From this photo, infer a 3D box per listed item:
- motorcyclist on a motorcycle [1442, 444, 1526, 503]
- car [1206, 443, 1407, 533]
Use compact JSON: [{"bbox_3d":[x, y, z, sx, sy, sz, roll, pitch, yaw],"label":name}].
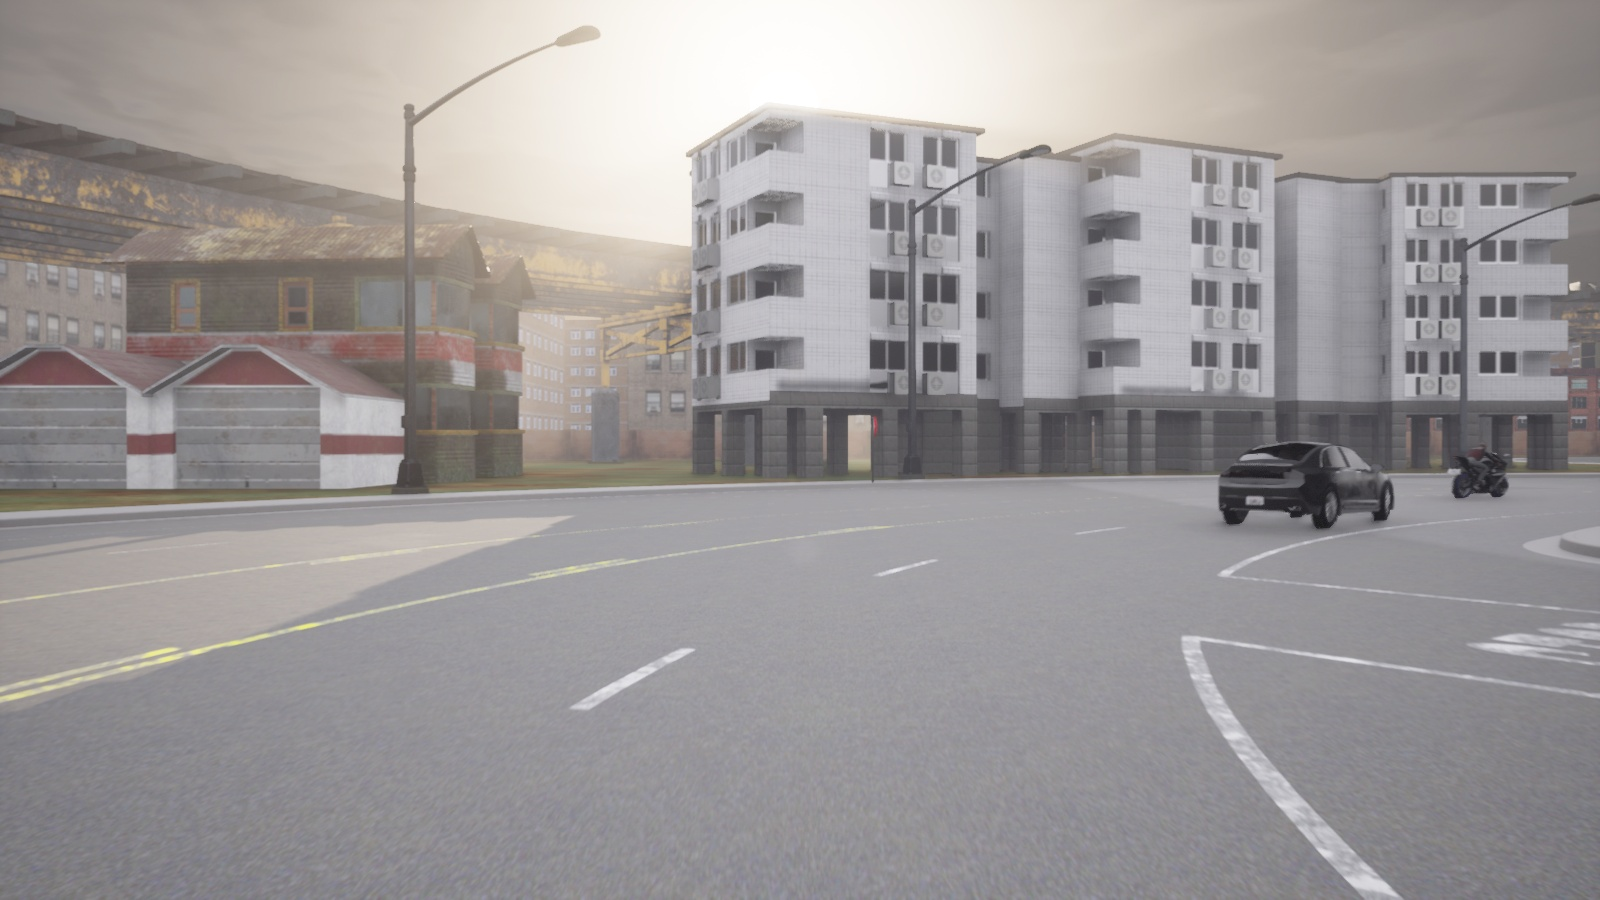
[{"bbox_3d":[18.216,0.608,33.457,2.191,1.530,0.866,0,1,-27],"label":"motorcyclist on a motorcycle"},{"bbox_3d":[9.503,0.628,23.320,1.837,1.490,4.892,1,1,43],"label":"car"}]
